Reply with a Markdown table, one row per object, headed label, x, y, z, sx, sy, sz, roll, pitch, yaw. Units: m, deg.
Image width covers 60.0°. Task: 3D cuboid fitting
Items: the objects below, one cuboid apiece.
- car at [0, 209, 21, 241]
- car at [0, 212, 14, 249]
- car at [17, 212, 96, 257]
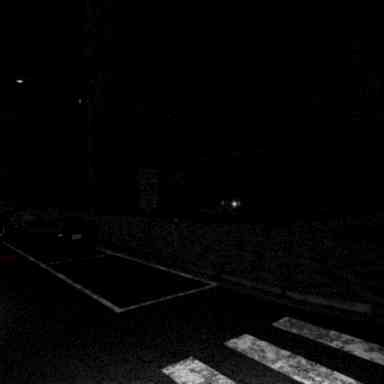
| label | x | y | z | sx | sy | sz | roll | pitch | yaw |
| --- | --- | --- | --- | --- | --- | --- | --- | --- | --- |
| car | -8.739 | 1.714 | 17.599 | 1.802 | 1.307 | 4.206 | -2 | 0 | -38 |
| car | -9.462 | 1.716 | 14.280 | 2.033 | 1.411 | 5.357 | -2 | 0 | -39 |
| car | -5.328 | 1.633 | 13.302 | 1.947 | 1.339 | 4.313 | -2 | 0 | -38 |
